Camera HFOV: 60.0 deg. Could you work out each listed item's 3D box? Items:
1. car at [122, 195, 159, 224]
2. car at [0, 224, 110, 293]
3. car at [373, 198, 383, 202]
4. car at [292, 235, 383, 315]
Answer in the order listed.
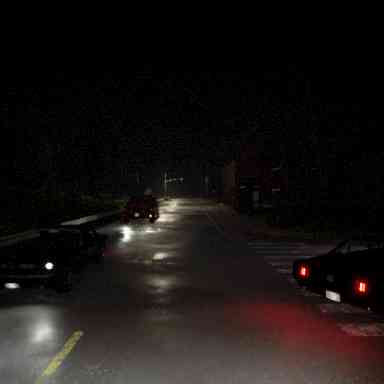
[{"bbox_3d":[-3.773,1.223,25.432,2.150,2.045,5.566,0,0,0],"label":"car"},{"bbox_3d":[-3.674,1.601,8.979,1.895,1.301,4.718,0,0,0],"label":"car"},{"bbox_3d":[27.130,1.505,46.961,1.816,1.474,4.193,0,0,-1],"label":"car"},{"bbox_3d":[4.505,1.601,7.103,4.718,1.301,1.895,0,0,-29],"label":"car"}]
